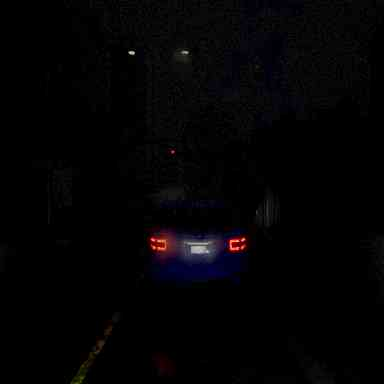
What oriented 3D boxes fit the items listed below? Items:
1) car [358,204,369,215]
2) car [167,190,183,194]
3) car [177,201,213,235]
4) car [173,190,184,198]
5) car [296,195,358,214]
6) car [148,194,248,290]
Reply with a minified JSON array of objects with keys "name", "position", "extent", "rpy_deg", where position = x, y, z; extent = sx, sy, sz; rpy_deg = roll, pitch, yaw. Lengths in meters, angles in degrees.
[{"name":"car","position":[18.241,1.524,32.414],"extent":[4.206,1.307,1.802],"rpy_deg":[1,0,0]},{"name":"car","position":[-2.680,0.831,45.188],"extent":[2.128,1.511,4.902],"rpy_deg":[0,2,-1]},{"name":"car","position":[0.132,1.389,19.150],"extent":[1.837,1.490,4.892],"rpy_deg":[0,1,0]},{"name":"car","position":[-2.533,0.349,64.898],"extent":[1.895,1.301,4.718],"rpy_deg":[0,2,1]},{"name":"car","position":[12.843,1.181,32.425],"extent":[5.009,1.841,2.192],"rpy_deg":[1,0,0]},{"name":"car","position":[0.117,1.195,9.124],"extent":[2.150,2.045,5.566],"rpy_deg":[0,0,0]}]
